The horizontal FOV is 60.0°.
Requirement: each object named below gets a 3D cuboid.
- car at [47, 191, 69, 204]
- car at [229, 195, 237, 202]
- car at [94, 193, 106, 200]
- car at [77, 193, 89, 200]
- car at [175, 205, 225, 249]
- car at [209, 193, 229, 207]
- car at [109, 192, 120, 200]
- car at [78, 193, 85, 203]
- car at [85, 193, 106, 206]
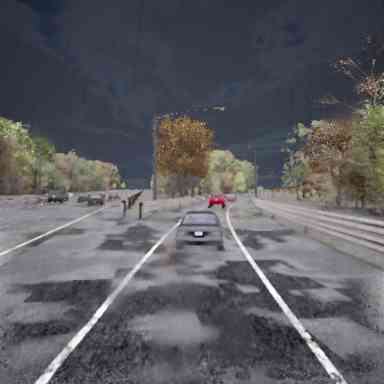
[{"bbox_3d":[-21.146,0.855,52.584,2.150,2.045,5.566,0,0,-8],"label":"car"},{"bbox_3d":[8.994,1.419,74.842,1.994,1.385,4.181,0,0,14],"label":"car"},{"bbox_3d":[-21.084,0.976,76.375,1.837,1.490,4.892,0,0,-8],"label":"car"},{"bbox_3d":[-24.399,1.009,74.825,1.812,1.442,4.674,0,0,-8],"label":"car"},{"bbox_3d":[0.368,1.519,14.270,2.033,1.411,5.357,0,0,3],"label":"car"},{"bbox_3d":[3.688,1.153,47.549,2.150,2.045,5.566,0,0,9],"label":"car"},{"bbox_3d":[-17.196,0.848,73.894,2.097,1.767,4.553,0,0,-8],"label":"car"},{"bbox_3d":[-18.214,1.111,56.842,1.837,1.490,4.892,0,0,-8],"label":"car"},{"bbox_3d":[-13.166,1.157,46.162,1.882,1.535,5.008,0,0,-8],"label":"car"}]
